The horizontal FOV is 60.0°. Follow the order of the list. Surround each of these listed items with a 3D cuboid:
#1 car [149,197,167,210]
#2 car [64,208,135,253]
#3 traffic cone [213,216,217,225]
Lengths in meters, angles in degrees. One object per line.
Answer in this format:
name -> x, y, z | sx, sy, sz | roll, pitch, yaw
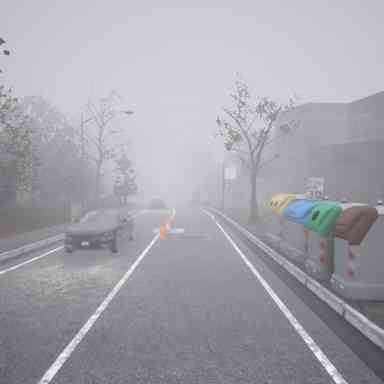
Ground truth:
car -> -4.220, 1.444, 41.542 | 1.837, 1.490, 4.892 | 0, 0, -6
car -> -3.587, 1.451, 13.679 | 1.882, 1.535, 5.008 | 0, 0, 0
traffic cone -> 1.505, 1.913, 22.069 | 0.340, 0.580, 0.340 | 0, 0, 6
